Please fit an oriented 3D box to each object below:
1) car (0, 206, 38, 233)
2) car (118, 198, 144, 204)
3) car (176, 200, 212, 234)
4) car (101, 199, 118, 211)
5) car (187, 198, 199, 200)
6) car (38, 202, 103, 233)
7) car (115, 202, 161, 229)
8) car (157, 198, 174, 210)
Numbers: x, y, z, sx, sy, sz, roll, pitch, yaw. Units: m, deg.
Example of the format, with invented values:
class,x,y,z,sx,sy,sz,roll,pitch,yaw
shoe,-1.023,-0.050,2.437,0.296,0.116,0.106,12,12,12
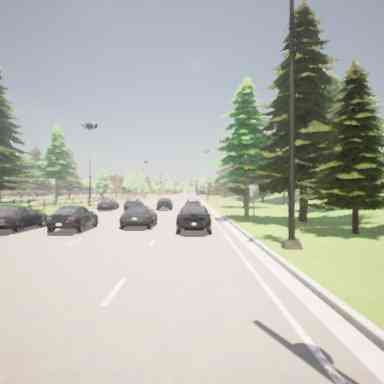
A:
class,x,y,z,sx,sy,sz,roll,pitch,yaw
car,-10.401,1.547,19.654,2.033,1.411,5.357,0,0,0
car,-6.902,1.492,39.698,2.128,1.511,4.902,0,0,0
car,0.099,1.478,19.378,1.882,1.535,5.008,0,0,0
car,-10.402,1.564,41.596,1.994,1.385,4.181,0,0,0
car,0.098,1.492,39.236,2.128,1.511,4.902,0,0,0
car,-6.901,1.526,19.515,1.812,1.442,4.674,0,0,0
car,-3.401,1.564,21.698,1.994,1.385,4.181,0,0,0
car,-3.402,1.505,42.241,1.837,1.490,4.892,0,0,0
